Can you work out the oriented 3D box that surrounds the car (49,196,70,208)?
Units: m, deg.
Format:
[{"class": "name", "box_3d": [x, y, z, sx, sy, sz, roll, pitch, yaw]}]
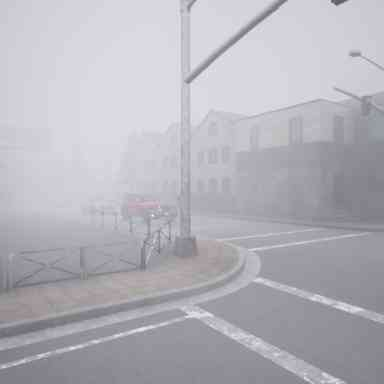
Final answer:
[{"class": "car", "box_3d": [-17.613, 1.379, 44.181, 1.837, 1.490, 4.892, 0, 0, -35]}]

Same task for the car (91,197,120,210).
[{"class": "car", "box_3d": [-10.536, 1.328, 40.416, 1.837, 1.490, 4.892, 0, 0, -35]}]

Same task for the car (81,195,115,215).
[{"class": "car", "box_3d": [-8.947, 1.176, 31.802, 2.097, 1.767, 4.553, 0, 0, -35]}]

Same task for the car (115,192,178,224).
[{"class": "car", "box_3d": [-3.202, 1.045, 23.663, 2.150, 2.045, 5.566, 0, 0, -35]}]
